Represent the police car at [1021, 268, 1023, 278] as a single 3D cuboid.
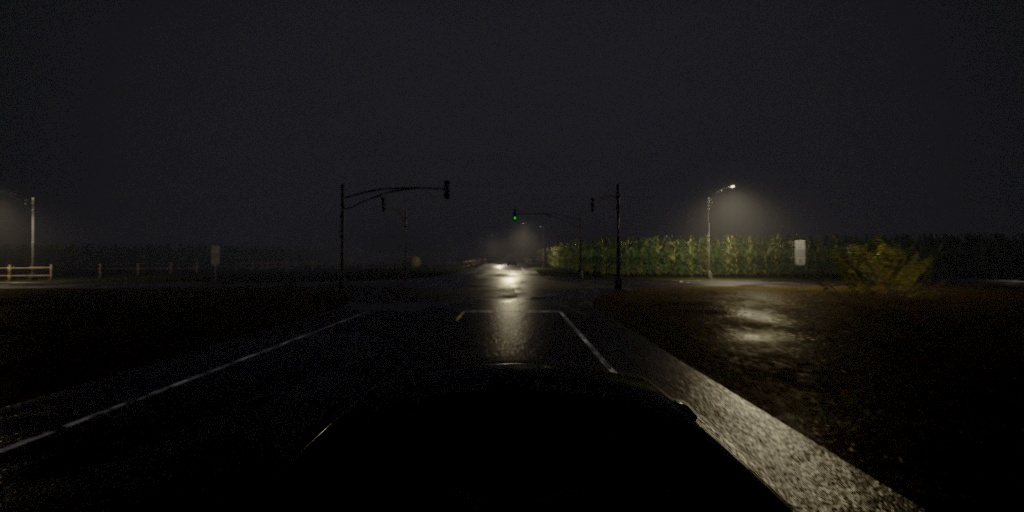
[{"bbox_3d":[43.428,1.093,28.309,5.238,1.638,1.930,0,0,0],"label":"police car"}]
